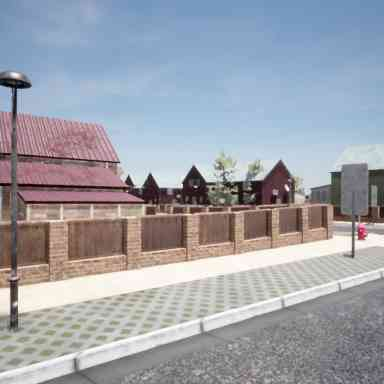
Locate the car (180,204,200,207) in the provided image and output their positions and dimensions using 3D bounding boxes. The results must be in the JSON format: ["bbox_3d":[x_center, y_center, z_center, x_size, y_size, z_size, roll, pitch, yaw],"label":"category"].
[{"bbox_3d":[0.188,2.045,33.482,2.097,1.767,4.553,1,-2,-36],"label":"car"}]
